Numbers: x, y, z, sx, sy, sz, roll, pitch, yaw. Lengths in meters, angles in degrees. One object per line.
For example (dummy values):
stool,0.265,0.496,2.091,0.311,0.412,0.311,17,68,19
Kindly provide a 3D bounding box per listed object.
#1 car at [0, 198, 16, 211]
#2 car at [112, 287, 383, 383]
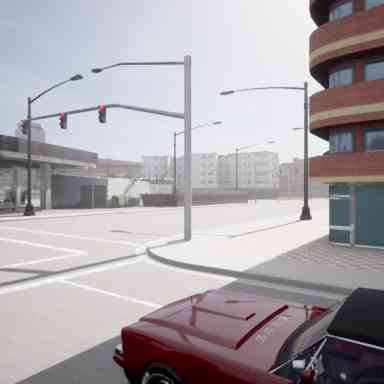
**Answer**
car,-22.368,1.456,38.855,3.806,1.475,1.970,0,0,36
car,1.498,1.601,2.905,4.718,1.301,1.895,0,0,36
